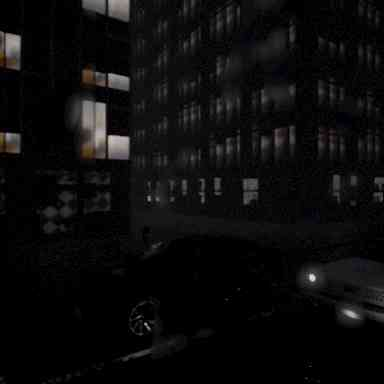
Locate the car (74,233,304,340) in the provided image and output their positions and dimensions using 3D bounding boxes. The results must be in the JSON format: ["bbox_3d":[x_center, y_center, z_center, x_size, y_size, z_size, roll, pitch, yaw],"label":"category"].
[{"bbox_3d":[-0.022,1.540,6.536,4.313,1.339,1.947,-1,1,-35],"label":"car"}]

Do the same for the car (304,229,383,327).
[{"bbox_3d":[4.237,1.550,6.398,4.718,1.301,1.895,-1,0,-35],"label":"car"}]
